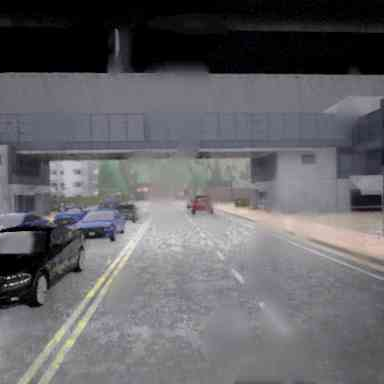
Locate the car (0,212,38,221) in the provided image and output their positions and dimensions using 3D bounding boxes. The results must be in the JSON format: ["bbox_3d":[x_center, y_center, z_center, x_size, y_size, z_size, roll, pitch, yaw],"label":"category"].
[{"bbox_3d":[-8.074,1.708,14.968,1.882,1.535,5.008,-1,0,-4],"label":"car"}]

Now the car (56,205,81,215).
[{"bbox_3d":[-8.781,1.764,25.023,1.882,1.535,5.008,-1,0,-4],"label":"car"}]

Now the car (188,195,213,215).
[{"bbox_3d":[1.065,1.351,36.375,2.150,2.045,5.566,-1,0,-2],"label":"car"}]

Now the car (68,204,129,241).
[{"bbox_3d":[-4.762,1.651,17.734,1.882,1.535,5.008,-1,0,-4],"label":"car"}]

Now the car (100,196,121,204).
[{"bbox_3d":[-9.782,1.578,40.276,2.150,2.045,5.566,-1,0,-4],"label":"car"}]

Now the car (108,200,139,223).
[{"bbox_3d":[-5.457,1.734,27.655,1.837,1.490,4.892,-1,0,-4],"label":"car"}]

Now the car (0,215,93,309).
[{"bbox_3d":[-4.096,1.598,8.354,1.882,1.535,5.008,-1,0,-4],"label":"car"}]
